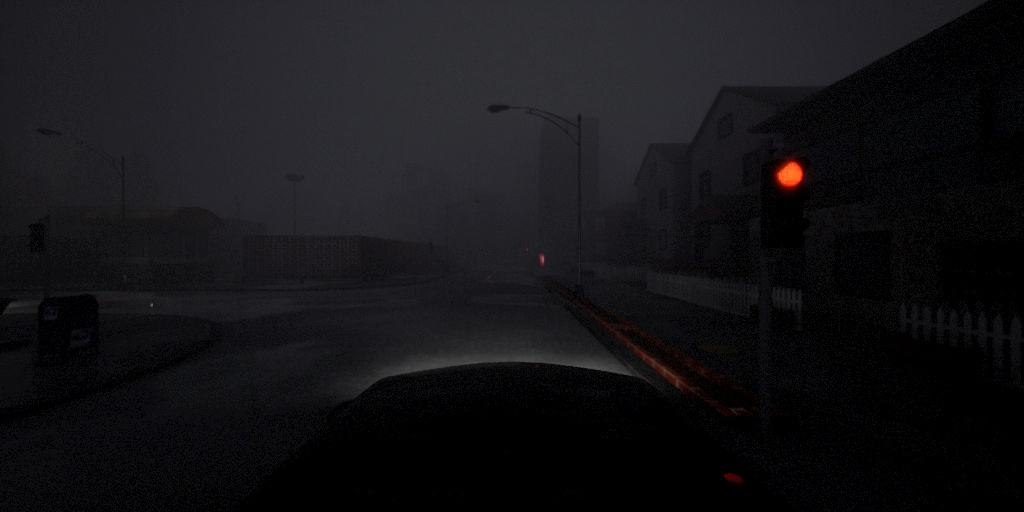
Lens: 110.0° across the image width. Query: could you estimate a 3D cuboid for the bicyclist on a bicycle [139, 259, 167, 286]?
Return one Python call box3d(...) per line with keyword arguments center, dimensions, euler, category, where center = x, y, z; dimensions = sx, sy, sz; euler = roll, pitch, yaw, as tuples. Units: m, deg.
box3d(center=(-21.744, 1.005, 21.746), dimensions=(0.582, 1.620, 1.656), euler=(0, 1, 0), category="bicyclist on a bicycle")
